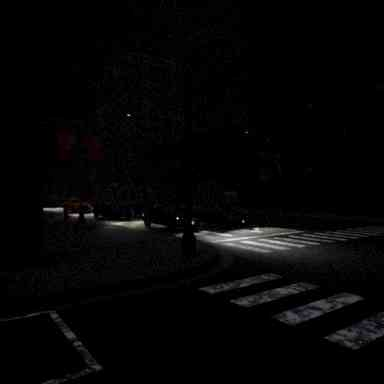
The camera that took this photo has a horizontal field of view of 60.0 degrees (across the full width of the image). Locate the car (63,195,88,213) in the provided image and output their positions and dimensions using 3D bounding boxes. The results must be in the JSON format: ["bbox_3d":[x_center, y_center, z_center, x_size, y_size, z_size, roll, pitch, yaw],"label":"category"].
[{"bbox_3d":[-12.585,1.426,36.272,1.882,1.535,5.008,0,0,-35],"label":"car"}]

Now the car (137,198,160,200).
[{"bbox_3d":[-3.543,1.313,29.262,2.097,1.767,4.553,0,0,-36],"label":"car"}]

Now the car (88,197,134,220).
[{"bbox_3d":[-6.816,1.441,28.248,1.882,1.535,5.008,0,0,-36],"label":"car"}]

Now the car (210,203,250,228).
[{"bbox_3d":[1.696,1.500,22.013,1.812,1.442,4.674,0,0,-37],"label":"car"}]

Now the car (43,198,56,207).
[{"bbox_3d":[-21.211,1.526,48.411,1.895,1.301,4.718,0,0,-36],"label":"car"}]

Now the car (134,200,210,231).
[{"bbox_3d":[-1.401,1.469,20.723,2.128,1.511,4.902,0,0,-36],"label":"car"}]
